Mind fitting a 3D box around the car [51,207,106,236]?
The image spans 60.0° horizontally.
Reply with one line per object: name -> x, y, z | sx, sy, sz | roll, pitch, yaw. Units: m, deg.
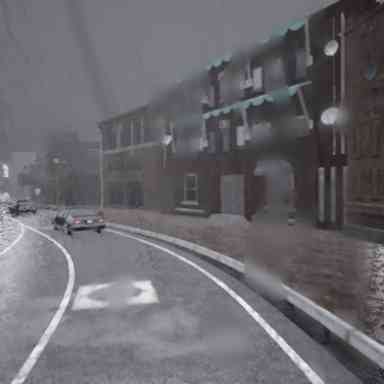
car -> -6.628, 1.579, 19.082 | 2.033, 1.411, 5.357 | -1, 1, -34

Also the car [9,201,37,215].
car -> -17.812, 1.629, 34.989 | 2.033, 1.411, 5.357 | -2, 1, -38
